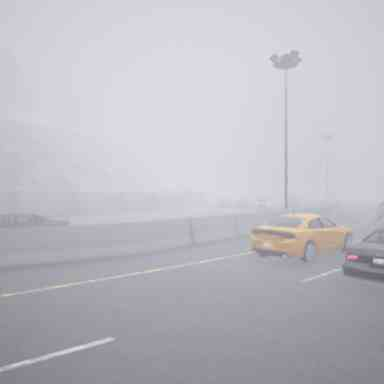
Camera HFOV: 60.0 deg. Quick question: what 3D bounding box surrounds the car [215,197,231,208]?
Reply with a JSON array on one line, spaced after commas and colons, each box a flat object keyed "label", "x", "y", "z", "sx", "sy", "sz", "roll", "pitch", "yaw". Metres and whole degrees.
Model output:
[{"label": "car", "x": 5.162, "y": 1.630, "z": 53.272, "sx": 2.097, "sy": 1.767, "sz": 4.553, "roll": 0, "pitch": 0, "yaw": 16}]

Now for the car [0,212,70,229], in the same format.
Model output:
[{"label": "car", "x": -8.420, "y": 1.629, "z": 15.368, "sx": 5.357, "sy": 1.411, "sz": 2.033, "roll": 0, "pitch": 0, "yaw": -38}]

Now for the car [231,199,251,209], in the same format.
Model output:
[{"label": "car", "x": 7.582, "y": 1.764, "z": 49.339, "sx": 1.837, "sy": 1.490, "sz": 4.892, "roll": 0, "pitch": -1, "yaw": 19}]

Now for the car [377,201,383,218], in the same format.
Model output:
[{"label": "car", "x": 17.485, "y": 1.504, "z": 29.151, "sx": 2.097, "sy": 1.767, "sz": 4.553, "roll": 0, "pitch": 0, "yaw": 31}]

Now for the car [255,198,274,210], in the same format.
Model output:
[{"label": "car", "x": 10.068, "y": 1.591, "z": 46.081, "sx": 2.097, "sy": 1.767, "sz": 4.553, "roll": 0, "pitch": 0, "yaw": 21}]

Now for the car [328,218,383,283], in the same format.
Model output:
[{"label": "car", "x": 5.977, "y": 1.596, "z": 9.082, "sx": 5.357, "sy": 1.411, "sz": 2.033, "roll": 0, "pitch": 0, "yaw": -43}]

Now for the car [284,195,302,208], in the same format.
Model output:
[{"label": "car", "x": 14.966, "y": 1.479, "z": 49.316, "sx": 2.150, "sy": 2.045, "sz": 5.566, "roll": 0, "pitch": 0, "yaw": 17}]

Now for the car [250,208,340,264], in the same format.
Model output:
[{"label": "car", "x": 4.196, "y": 1.543, "z": 12.325, "sx": 5.008, "sy": 1.535, "sz": 1.882, "roll": 0, "pitch": 0, "yaw": -43}]
